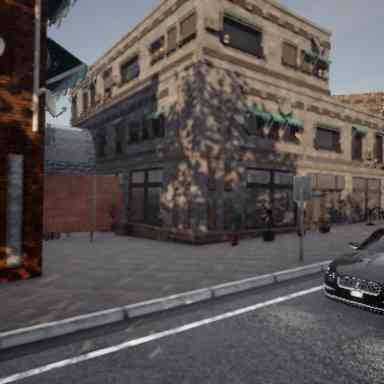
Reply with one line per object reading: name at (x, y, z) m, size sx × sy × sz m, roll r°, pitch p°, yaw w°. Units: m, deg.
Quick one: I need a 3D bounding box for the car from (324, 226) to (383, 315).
car at (4.802, 1.464, 7.134) m, size 4.892 × 1.490 × 1.837 m, roll -1°, pitch 1°, yaw -36°
